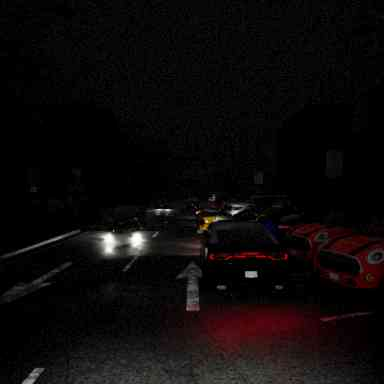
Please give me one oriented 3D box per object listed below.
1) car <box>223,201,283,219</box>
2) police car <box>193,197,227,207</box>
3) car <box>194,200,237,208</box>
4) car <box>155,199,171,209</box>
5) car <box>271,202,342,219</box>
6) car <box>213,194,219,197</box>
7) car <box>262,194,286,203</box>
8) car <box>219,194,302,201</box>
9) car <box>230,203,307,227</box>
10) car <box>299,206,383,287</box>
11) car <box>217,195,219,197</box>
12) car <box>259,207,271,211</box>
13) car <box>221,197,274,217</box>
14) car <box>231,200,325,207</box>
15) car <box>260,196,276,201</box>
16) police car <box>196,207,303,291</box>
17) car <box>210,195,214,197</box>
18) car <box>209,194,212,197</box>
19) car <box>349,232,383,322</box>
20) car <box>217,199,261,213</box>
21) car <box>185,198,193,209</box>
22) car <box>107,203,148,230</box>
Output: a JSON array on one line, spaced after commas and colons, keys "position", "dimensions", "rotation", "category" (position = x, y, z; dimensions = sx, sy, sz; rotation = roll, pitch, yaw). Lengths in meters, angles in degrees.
[{"position": [5.377, 1.552, 29.340], "dimensions": [4.792, 1.488, 2.163], "rotation": [1, 0, -20], "category": "car"}, {"position": [1.227, 1.453, 25.170], "dimensions": [1.930, 1.638, 5.238], "rotation": [0, 0, 0], "category": "police car"}, {"position": [1.207, 1.471, 19.250], "dimensions": [1.801, 1.575, 5.366], "rotation": [0, 0, 0], "category": "car"}, {"position": [-3.959, 1.656, 45.999], "dimensions": [1.994, 1.385, 4.181], "rotation": [0, 0, 0], "category": "car"}, {"position": [5.365, 1.366, 11.349], "dimensions": [4.553, 1.767, 2.185], "rotation": [1, 0, -20], "category": "car"}, {"position": [5.478, 1.436, 41.372], "dimensions": [4.553, 1.767, 2.185], "rotation": [1, 0, -20], "category": "car"}, {"position": [18.467, 1.445, 75.390], "dimensions": [2.435, 2.045, 5.566], "rotation": [0, 0, -21], "category": "car"}, {"position": [5.368, 1.264, 26.340], "dimensions": [5.566, 2.045, 2.435], "rotation": [1, 0, -20], "category": "car"}, {"position": [5.350, 1.538, 23.338], "dimensions": [4.792, 1.488, 2.163], "rotation": [1, 0, -20], "category": "car"}, {"position": [5.355, 1.363, 8.348], "dimensions": [4.553, 1.767, 2.185], "rotation": [1, 0, -20], "category": "car"}, {"position": [5.394, 1.415, 35.356], "dimensions": [4.553, 1.767, 2.185], "rotation": [1, 0, -20], "category": "car"}, {"position": [5.339, 1.534, 14.345], "dimensions": [4.674, 1.452, 2.002], "rotation": [1, 0, -20], "category": "car"}, {"position": [5.383, 1.405, 32.354], "dimensions": [4.553, 1.767, 2.185], "rotation": [1, 0, -20], "category": "car"}, {"position": [5.192, 1.497, 20.281], "dimensions": [5.366, 1.575, 1.946], "rotation": [1, 0, -20], "category": "car"}, {"position": [21.086, 1.794, 92.446], "dimensions": [2.163, 1.488, 4.792], "rotation": [0, -1, -21], "category": "car"}, {"position": [1.177, 1.428, 9.170], "dimensions": [1.930, 1.638, 5.238], "rotation": [0, 0, 0], "category": "police car"}, {"position": [5.444, 1.572, 44.375], "dimensions": [5.008, 1.535, 2.097], "rotation": [1, 0, -20], "category": "car"}, {"position": [5.483, 1.376, 59.413], "dimensions": [5.566, 2.045, 2.435], "rotation": [1, 0, -20], "category": "car"}, {"position": [5.286, 1.516, 5.328], "dimensions": [4.792, 1.488, 2.163], "rotation": [1, 0, -20], "category": "car"}, {"position": [5.436, 1.591, 38.363], "dimensions": [4.674, 1.452, 2.002], "rotation": [1, 0, -20], "category": "car"}, {"position": [0.100, 1.574, 47.140], "dimensions": [1.882, 1.535, 5.008], "rotation": [0, 0, 1], "category": "car"}, {"position": [-4.006, 1.497, 21.249], "dimensions": [1.882, 1.535, 5.008], "rotation": [0, 0, 0], "category": "car"}]
